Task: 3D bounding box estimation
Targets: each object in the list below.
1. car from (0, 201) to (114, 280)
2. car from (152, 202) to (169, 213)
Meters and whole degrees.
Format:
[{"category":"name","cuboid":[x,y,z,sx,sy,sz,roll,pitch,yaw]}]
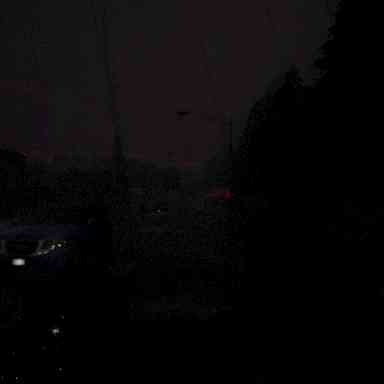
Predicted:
[{"category":"car","cuboid":[-4.075,1.321,10.609,2.150,2.045,5.566,0,0,0]},{"category":"car","cuboid":[-4.003,1.954,43.411,2.033,1.411,5.357,0,-1,0]}]
